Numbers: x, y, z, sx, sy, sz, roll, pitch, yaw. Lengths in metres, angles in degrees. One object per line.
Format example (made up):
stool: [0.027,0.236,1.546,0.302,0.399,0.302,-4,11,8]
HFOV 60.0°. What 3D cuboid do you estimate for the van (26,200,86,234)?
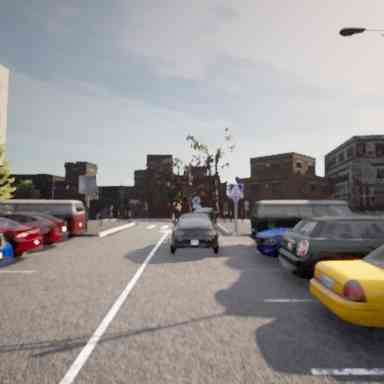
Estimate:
van: [-7.761,1.387,16.700,4.442,1.987,1.878,0,-1,0]

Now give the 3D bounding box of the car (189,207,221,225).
car: [1.299,2.176,30.600,1.882,1.535,5.008,-1,-3,14]

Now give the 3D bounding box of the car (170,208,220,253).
car: [0.101,1.606,13.817,1.812,1.442,4.674,0,-1,0]

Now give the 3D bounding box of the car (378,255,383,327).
car: [4.652,1.521,2.893,4.792,1.488,2.163,0,0,0]

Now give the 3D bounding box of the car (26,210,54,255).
car: [-7.646,1.527,11.078,5.008,1.535,2.097,0,0,0]

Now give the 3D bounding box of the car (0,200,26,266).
car: [-7.619,1.262,8.345,5.566,2.045,2.435,0,0,0]

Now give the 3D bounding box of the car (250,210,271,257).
car: [4.689,1.529,11.393,5.008,1.535,2.097,0,-1,0]

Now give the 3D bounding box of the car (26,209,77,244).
car: [-7.675,1.589,13.910,4.792,1.488,2.163,0,-1,0]

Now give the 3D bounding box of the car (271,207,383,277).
car: [4.652,1.388,8.604,4.553,1.767,2.185,0,0,0]

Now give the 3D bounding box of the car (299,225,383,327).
car: [4.867,1.499,5.685,5.366,1.575,1.946,0,0,0]
